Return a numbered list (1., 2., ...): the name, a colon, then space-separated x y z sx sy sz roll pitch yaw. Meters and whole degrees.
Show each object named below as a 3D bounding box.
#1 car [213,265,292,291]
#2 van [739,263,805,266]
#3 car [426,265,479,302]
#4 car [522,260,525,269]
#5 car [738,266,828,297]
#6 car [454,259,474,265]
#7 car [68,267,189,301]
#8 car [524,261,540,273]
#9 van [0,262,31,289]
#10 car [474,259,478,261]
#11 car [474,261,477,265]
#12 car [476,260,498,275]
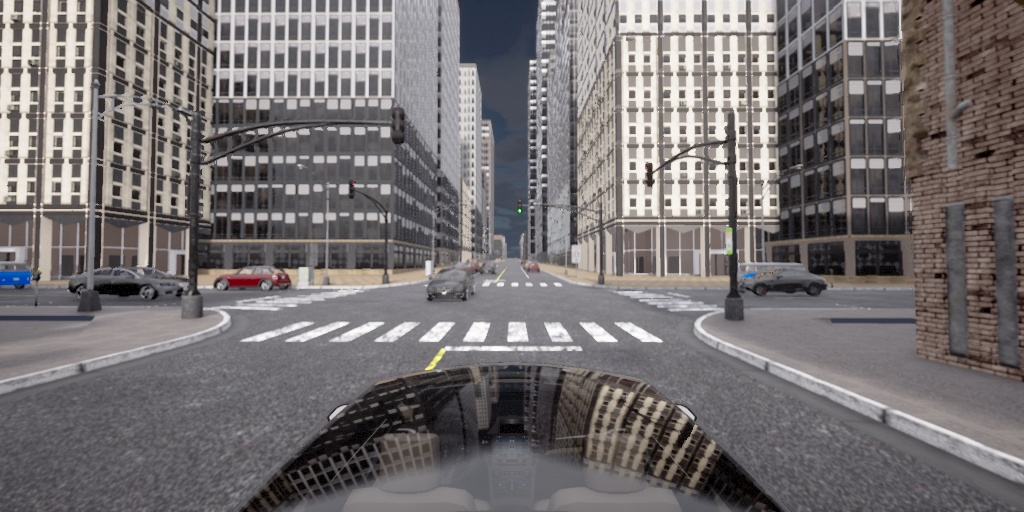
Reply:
1. car: -16.395 1.369 22.653 4.097 1.591 1.967 0 0 0
2. van: 16.078 1.328 22.423 3.998 1.789 1.690 0 0 0
3. car: -2.925 1.367 17.881 1.837 1.490 4.892 0 0 0
4. car: 2.971 1.623 60.535 1.751 1.417 4.829 0 0 0
5. car: 14.724 1.446 19.861 4.674 1.442 1.812 0 -1 0
6. car: -5.519 1.404 38.037 1.967 1.591 4.097 0 0 0
7. car: -17.732 1.271 16.892 4.902 1.511 2.128 0 -1 0
8. car: 2.915 1.614 49.209 1.802 1.307 4.207 0 0 0
9. van: -33.340 1.244 22.772 3.998 1.789 1.690 0 0 0
10. car: -5.466 1.345 49.188 2.192 1.841 5.009 0 0 0
11. car: -5.492 1.579 43.613 1.802 1.307 4.207 0 0 0
12. car: -2.807 1.515 42.669 1.837 1.490 4.892 0 0 0
